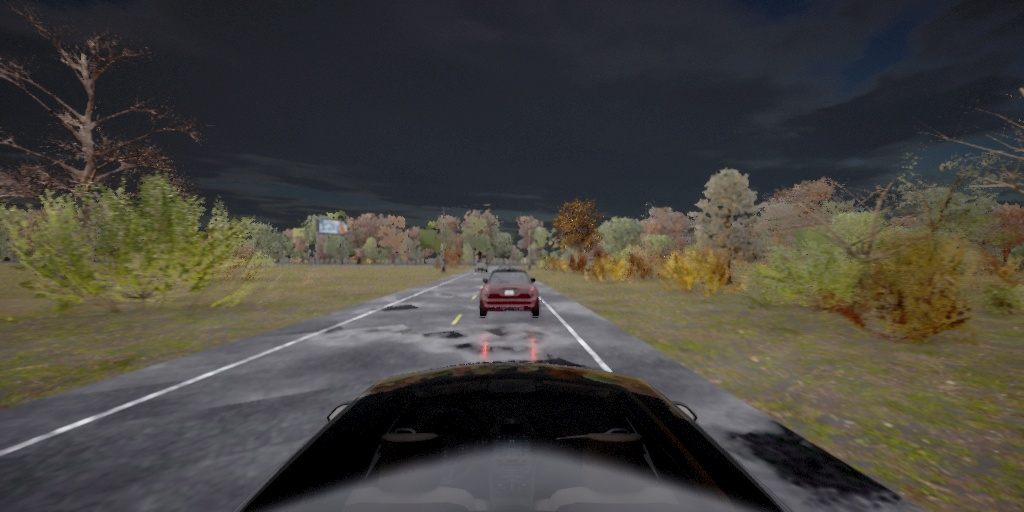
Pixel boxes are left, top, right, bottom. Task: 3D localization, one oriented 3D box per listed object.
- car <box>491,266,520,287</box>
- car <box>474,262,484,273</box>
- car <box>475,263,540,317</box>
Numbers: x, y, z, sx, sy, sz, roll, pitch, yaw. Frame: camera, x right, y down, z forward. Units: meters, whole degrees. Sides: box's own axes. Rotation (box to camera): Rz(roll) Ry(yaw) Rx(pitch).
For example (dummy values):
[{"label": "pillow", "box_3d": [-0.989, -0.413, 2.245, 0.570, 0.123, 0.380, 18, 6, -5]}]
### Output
[{"label": "car", "box_3d": [-0.532, 1.600, 29.161, 2.128, 1.511, 4.902, 0, -1, -1]}, {"label": "car", "box_3d": [-5.026, 1.829, 58.579, 2.097, 1.767, 4.553, 0, -1, -1]}, {"label": "car", "box_3d": [-0.113, 1.266, 14.066, 2.097, 1.767, 4.553, 0, -1, -1]}]
